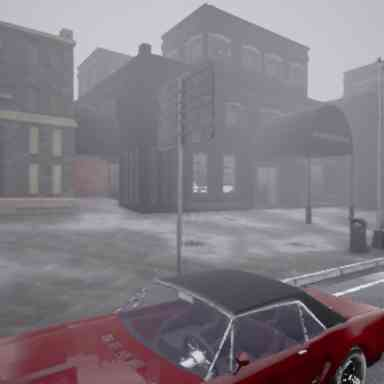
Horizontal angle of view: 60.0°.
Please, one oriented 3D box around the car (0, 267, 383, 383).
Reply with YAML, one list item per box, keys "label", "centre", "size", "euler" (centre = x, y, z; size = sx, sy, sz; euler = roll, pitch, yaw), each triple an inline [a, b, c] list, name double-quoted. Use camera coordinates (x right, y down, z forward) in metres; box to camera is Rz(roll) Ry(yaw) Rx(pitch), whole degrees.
- label: "car"
  centre: [0.048, 1.607, 3.410]
  size: [4.718, 1.301, 1.895]
  euler: [0, 0, -35]
